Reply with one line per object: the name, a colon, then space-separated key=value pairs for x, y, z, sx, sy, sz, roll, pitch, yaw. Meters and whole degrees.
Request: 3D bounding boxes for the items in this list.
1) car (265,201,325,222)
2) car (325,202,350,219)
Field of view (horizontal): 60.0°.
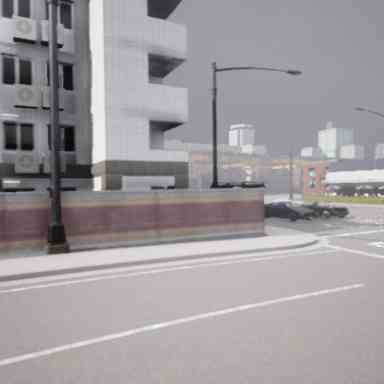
car: x=7.350 y=1.451 z=26.016 sx=2.033 sy=1.411 sz=5.357 roll=-1 pitch=1 yaw=-25
car: x=10.511 y=1.441 z=27.526 sx=1.895 sy=1.301 sz=4.718 roll=-1 pitch=1 yaw=-25
